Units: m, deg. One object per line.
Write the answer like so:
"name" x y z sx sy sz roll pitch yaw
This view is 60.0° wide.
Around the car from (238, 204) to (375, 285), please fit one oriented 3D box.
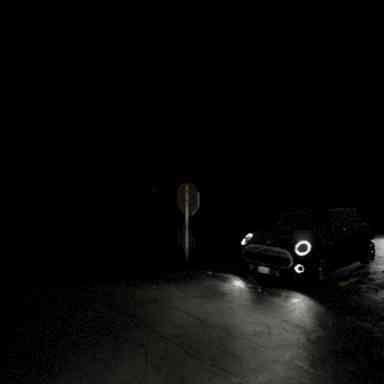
"car" 3.338 1.221 9.344 4.553 1.767 2.097 -1 2 -43
